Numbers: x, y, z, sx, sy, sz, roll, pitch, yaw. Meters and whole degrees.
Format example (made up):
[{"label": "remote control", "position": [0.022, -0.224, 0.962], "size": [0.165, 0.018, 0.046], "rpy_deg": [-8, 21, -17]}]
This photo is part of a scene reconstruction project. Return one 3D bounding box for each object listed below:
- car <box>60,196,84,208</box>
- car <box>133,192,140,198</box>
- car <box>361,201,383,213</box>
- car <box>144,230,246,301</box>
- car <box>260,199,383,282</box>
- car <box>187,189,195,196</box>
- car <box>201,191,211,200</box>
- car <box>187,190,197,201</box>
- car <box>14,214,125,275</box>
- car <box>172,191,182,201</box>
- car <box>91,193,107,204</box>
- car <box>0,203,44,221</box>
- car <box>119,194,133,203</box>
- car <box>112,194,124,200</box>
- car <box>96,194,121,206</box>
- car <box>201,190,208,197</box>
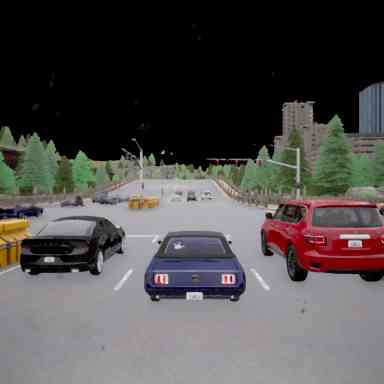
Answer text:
[{"label": "car", "position": [-17.589, 1.352, 48.931], "size": [2.097, 1.767, 4.553], "rpy_deg": [0, 0, 0]}, {"label": "car", "position": [-14.113, 0.680, 84.069], "size": [1.882, 1.535, 5.008], "rpy_deg": [0, 3, 0]}, {"label": "car", "position": [21.141, 1.601, 35.914], "size": [4.718, 1.301, 1.895], "rpy_deg": [0, 0, 0]}, {"label": "car", "position": [0.069, 1.601, 8.255], "size": [1.895, 1.301, 4.718], "rpy_deg": [0, 0, 0]}, {"label": "car", "position": [3.574, 1.221, 9.936], "size": [2.150, 2.045, 5.566], "rpy_deg": [0, 0, 0]}, {"label": "car", "position": [-0.152, 0.163, 91.420], "size": [2.128, 1.511, 4.902], "rpy_deg": [0, 7, 0]}, {"label": "car", "position": [3.410, 0.794, 79.866], "size": [2.150, 2.045, 5.566], "rpy_deg": [0, 3, 0]}, {"label": "car", "position": [-0.066, 1.146, 75.349], "size": [2.097, 1.767, 4.553], "rpy_deg": [0, 3, 0]}, {"label": "car", "position": [-3.420, 1.478, 10.481], "size": [1.882, 1.535, 5.008], "rpy_deg": [0, 0, 0]}, {"label": "car", "position": [-3.565, 1.281, 75.952], "size": [1.812, 1.442, 4.674], "rpy_deg": [0, 3, 0]}, {"label": "car", "position": [-17.536, 1.222, 63.890], "size": [2.150, 2.045, 5.566], "rpy_deg": [0, 0, 0]}, {"label": "car", "position": [-14.096, 1.601, 27.339], "size": [1.895, 1.301, 4.718], "rpy_deg": [0, 0, 0]}, {"label": "car", "position": [-14.033, 1.481, 69.078], "size": [1.812, 1.442, 4.674], "rpy_deg": [0, 0, 0]}, {"label": "car", "position": [-17.588, 1.179, 79.312], "size": [1.895, 1.301, 4.718], "rpy_deg": [0, 2, 0]}, {"label": "car", "position": [-14.081, 1.547, 56.348], "size": [2.033, 1.411, 5.357], "rpy_deg": [0, 0, 0]}, {"label": "car", "position": [3.353, 0.348, 90.325], "size": [1.895, 1.301, 4.718], "rpy_deg": [0, 7, 0]}]
